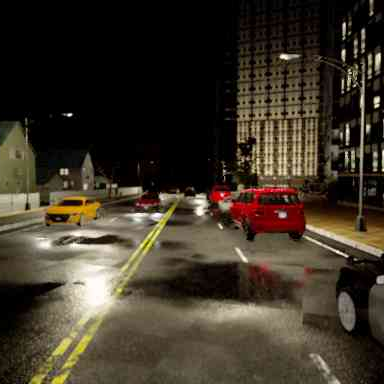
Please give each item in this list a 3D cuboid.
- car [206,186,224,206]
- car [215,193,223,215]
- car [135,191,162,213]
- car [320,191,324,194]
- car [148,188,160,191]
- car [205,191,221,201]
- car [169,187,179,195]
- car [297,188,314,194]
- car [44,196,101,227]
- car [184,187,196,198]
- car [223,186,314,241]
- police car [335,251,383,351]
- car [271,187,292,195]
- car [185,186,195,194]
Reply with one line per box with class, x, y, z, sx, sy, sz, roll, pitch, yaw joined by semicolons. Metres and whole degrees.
car;3.040;0.365;36.387;2.150;2.045;5.566;0;1;0
car;3.104;0.997;25.395;1.895;1.301;4.718;0;1;0
car;-3.519;0.871;27.792;1.812;1.442;4.674;0;1;0
car;33.201;0.120;80.003;4.507;1.381;1.887;1;3;20
car;-6.886;0.071;61.150;1.882;1.535;5.008;0;1;0
car;2.978;0.494;47.396;1.895;1.301;4.718;0;1;0
car;-3.643;-0.182;68.364;1.882;1.535;5.008;0;1;0
car;30.535;-0.327;89.327;4.403;1.369;2.008;1;3;20
car;-6.710;1.025;19.150;1.882;1.535;5.008;0;1;0
car;-0.324;0.255;56.526;1.994;1.385;4.181;0;1;0
car;3.048;0.867;14.663;2.150;2.045;5.566;0;1;-5
police car;3.229;1.336;3.468;1.930;1.638;5.238;0;1;0
car;22.532;-0.276;83.826;5.009;1.841;2.192;1;3;20
car;-0.445;-0.414;77.494;2.097;1.767;4.553;0;1;0
